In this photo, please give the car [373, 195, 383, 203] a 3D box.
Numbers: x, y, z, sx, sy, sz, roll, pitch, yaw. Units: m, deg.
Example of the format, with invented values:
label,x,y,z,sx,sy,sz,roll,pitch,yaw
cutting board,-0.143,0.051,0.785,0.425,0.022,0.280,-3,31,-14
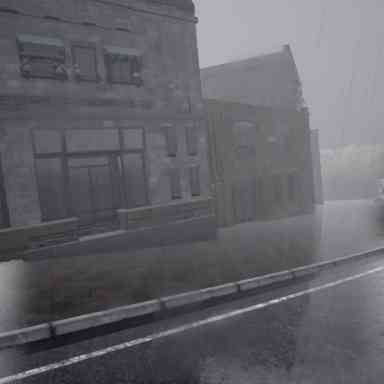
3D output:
label,x,y,z,sx,sy,sz,roll,pitch,yaw
car,31.501,1.034,54.599,1.994,1.385,4.181,-5,-2,3
